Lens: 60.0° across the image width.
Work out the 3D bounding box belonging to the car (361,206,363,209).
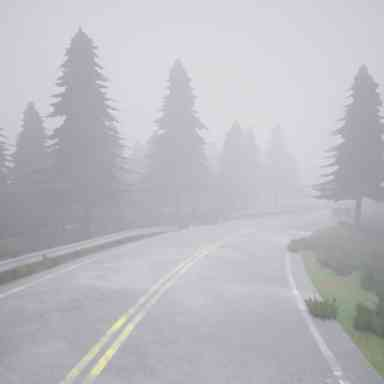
[{"bbox_3d":[22.998,2.317,47.678,2.097,1.767,4.553,2,0,30],"label":"car"}]

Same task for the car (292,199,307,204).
[{"bbox_3d":[28.508,2.754,88.880,2.128,1.511,4.902,-2,0,-30],"label":"car"}]

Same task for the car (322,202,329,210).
[{"bbox_3d":[24.230,2.349,58.459,2.097,1.767,4.553,2,0,29],"label":"car"}]

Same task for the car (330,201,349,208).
[{"bbox_3d":[32.297,2.685,73.024,1.837,1.490,4.892,0,-1,0],"label":"car"}]

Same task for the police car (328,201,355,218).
[{"bbox_3d":[17.809,2.209,39.156,1.930,1.638,5.238,3,0,32],"label":"police car"}]

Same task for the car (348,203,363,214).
[{"bbox_3d":[26.017,2.576,52.976,1.837,1.490,4.892,2,0,29],"label":"car"}]
